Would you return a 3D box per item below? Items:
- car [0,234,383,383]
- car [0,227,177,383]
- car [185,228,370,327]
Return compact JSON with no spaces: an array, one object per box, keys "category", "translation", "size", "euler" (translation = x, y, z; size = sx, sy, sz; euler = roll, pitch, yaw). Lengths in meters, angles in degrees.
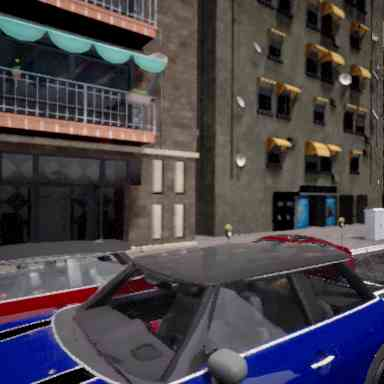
[{"category":"car","translation":[-0.005,1.372,3.067],"size":[4.553,1.767,2.097],"euler":[1,0,-35]},{"category":"car","translation":[-2.455,1.446,4.349],"size":[4.097,1.590,1.967],"euler":[1,-1,-35]},{"category":"car","translation":[2.098,1.653,7.596],"size":[4.206,1.307,1.802],"euler":[1,-1,-35]}]
